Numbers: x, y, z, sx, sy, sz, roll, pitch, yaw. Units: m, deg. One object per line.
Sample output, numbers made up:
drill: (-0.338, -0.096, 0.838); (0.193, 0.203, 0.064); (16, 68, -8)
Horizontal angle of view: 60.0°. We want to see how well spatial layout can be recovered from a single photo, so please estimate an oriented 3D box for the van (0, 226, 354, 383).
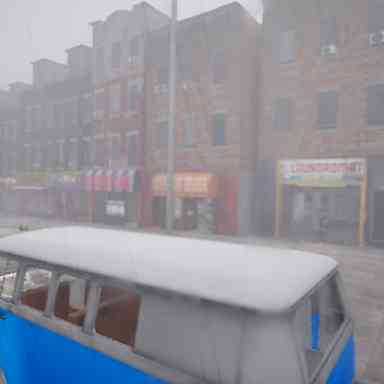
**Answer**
van: (-0.590, 1.324, 3.205); (3.998, 1.788, 1.690); (1, 2, 36)
